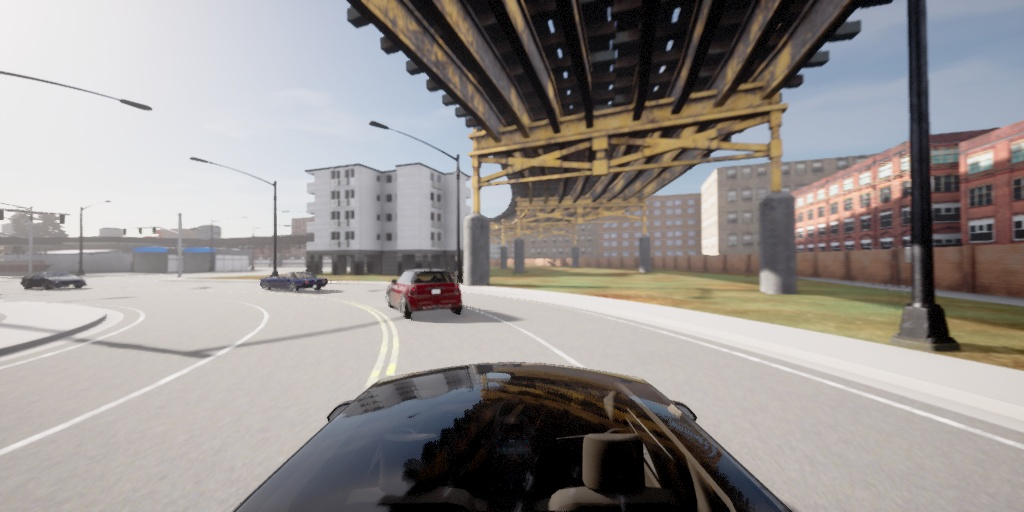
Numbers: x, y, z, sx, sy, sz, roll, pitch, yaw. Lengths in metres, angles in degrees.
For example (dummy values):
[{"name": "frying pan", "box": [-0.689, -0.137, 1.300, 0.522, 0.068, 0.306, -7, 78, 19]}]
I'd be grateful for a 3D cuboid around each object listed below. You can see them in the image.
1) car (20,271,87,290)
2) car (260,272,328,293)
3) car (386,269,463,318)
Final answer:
[{"name": "car", "box": [-35.924, 1.894, 28.075, 5.357, 1.411, 2.033, -1, -1, 19]}, {"name": "car", "box": [-14.951, 1.747, 24.486, 4.718, 1.301, 1.895, -1, -1, 25]}, {"name": "car", "box": [-3.613, 1.286, 14.280, 2.097, 1.767, 4.553, 0, -1, -28]}]
